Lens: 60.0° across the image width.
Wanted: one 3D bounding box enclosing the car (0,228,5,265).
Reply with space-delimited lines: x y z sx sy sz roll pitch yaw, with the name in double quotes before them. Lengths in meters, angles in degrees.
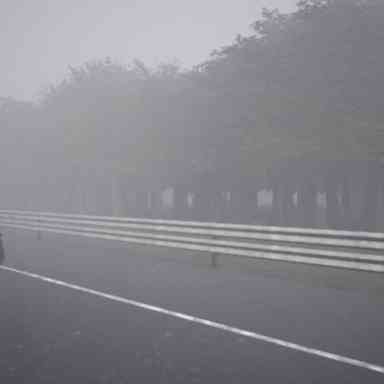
"car" -7.353 1.288 9.258 5.566 2.045 2.150 0 0 37
